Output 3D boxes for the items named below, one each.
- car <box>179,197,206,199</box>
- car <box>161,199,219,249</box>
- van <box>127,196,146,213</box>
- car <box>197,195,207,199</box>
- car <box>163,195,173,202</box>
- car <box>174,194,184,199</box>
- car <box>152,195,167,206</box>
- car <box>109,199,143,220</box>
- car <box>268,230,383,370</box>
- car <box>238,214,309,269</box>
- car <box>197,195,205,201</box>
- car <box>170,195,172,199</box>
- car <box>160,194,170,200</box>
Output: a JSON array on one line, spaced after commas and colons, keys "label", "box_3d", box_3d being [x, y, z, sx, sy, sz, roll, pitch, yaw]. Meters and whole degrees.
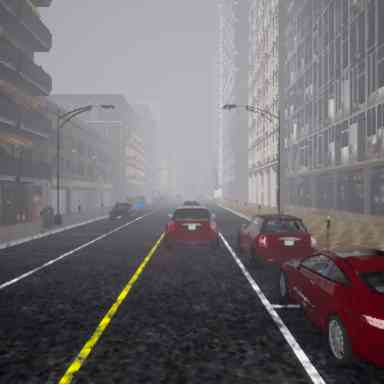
[{"label": "car", "box_3d": [0.000, 1.486, 29.650, 1.882, 1.535, 5.008, 0, 0, 0]}, {"label": "car", "box_3d": [0.000, 1.366, 14.620, 2.097, 1.767, 4.553, 0, 0, 0]}, {"label": "van", "box_3d": [-5.691, 1.342, 33.748, 1.690, 1.788, 3.998, 0, 0, 0]}, {"label": "car", "box_3d": [2.689, 1.550, 79.106, 1.752, 1.417, 4.829, 0, 0, 0]}, {"label": "car", "box_3d": [-5.691, 1.464, 78.936, 1.967, 1.590, 4.097, 0, 0, 0]}, {"label": "car", "box_3d": [-3.001, 1.321, 76.742, 2.097, 1.767, 4.553, 0, 0, 0]}, {"label": "car", "box_3d": [-5.691, 1.589, 56.341, 1.802, 1.307, 4.206, 0, 0, 0]}, {"label": "car", "box_3d": [-5.691, 1.566, 28.099, 1.947, 1.339, 4.313, 0, 0, 0]}, {"label": "car", "box_3d": [2.689, 1.580, 5.505, 1.802, 1.307, 4.206, 0, 0, 0]}, {"label": "car", "box_3d": [2.689, 1.438, 11.152, 1.967, 1.590, 4.097, 0, 0, 0]}, {"label": "car", "box_3d": [2.360, 1.511, 89.743, 1.882, 1.535, 5.008, 0, 0, 0]}, {"label": "car", "box_3d": [-5.692, 1.331, 67.639, 2.192, 1.841, 5.009, 0, 0, 0]}, {"label": "car", "box_3d": [-5.691, 1.593, 61.990, 1.802, 1.307, 4.206, 0, 0, 0]}]
